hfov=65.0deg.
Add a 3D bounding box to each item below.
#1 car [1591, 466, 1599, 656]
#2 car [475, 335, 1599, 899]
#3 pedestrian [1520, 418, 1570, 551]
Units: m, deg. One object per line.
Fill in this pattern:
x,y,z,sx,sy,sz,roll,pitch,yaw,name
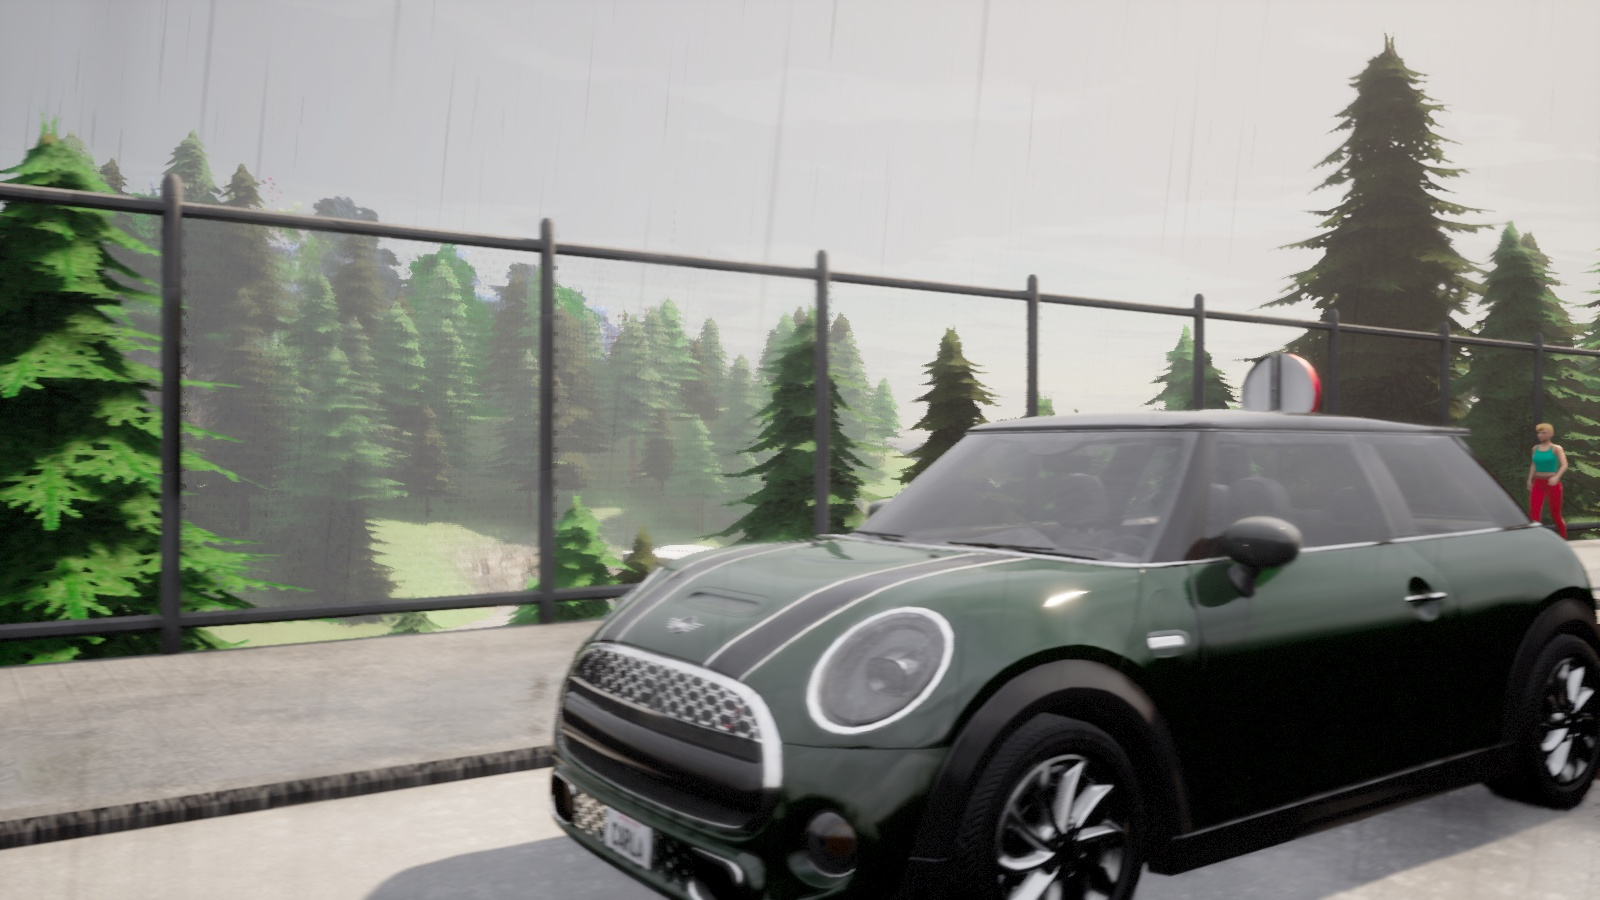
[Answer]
7.088,0.807,9.163,2.207,1.376,1.481,0,0,-35,car
1.255,0.613,5.129,4.553,1.767,2.097,0,0,-35,car
10.473,0.476,17.661,0.594,1.836,0.345,0,0,-29,pedestrian
